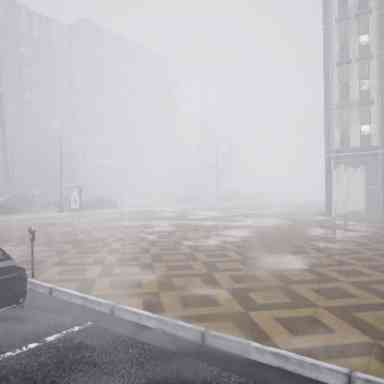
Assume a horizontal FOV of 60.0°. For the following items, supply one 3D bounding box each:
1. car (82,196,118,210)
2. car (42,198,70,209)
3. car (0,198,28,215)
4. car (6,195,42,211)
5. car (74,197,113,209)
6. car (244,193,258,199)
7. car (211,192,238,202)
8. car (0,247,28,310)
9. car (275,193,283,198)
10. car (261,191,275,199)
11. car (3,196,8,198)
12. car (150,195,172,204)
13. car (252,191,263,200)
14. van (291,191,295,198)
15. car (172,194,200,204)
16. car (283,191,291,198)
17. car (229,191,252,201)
[{"bbox_3d":[-10.267,1.186,37.292,1.967,1.590,4.097,-1,0,36],"label":"car"},{"bbox_3d":[-17.053,1.415,42.207,1.887,1.381,4.507,-1,0,36],"label":"car"},{"bbox_3d":[-16.747,1.413,28.336,1.802,1.307,4.206,-1,0,36],"label":"car"},{"bbox_3d":[-20.296,1.228,37.728,2.192,1.841,5.009,-1,0,36],"label":"car"},{"bbox_3d":[-12.841,1.405,43.614,1.895,1.301,4.718,-1,0,36],"label":"car"},{"bbox_3d":[15.353,1.040,86.985,1.947,1.339,4.313,-1,0,36],"label":"car"},{"bbox_3d":[5.937,1.093,59.681,2.008,1.369,4.403,-1,0,36],"label":"car"},{"bbox_3d":[-4.979,1.553,6.596,4.403,1.369,2.008,0,-1,35],"label":"car"},{"bbox_3d":[18.900,0.938,77.592,2.008,1.369,4.403,-1,0,36],"label":"car"},{"bbox_3d":[15.657,0.740,73.114,2.192,1.841,5.009,-1,0,36],"label":"car"},{"bbox_3d":[-21.035,1.438,32.313,1.812,1.442,4.674,-1,0,36],"label":"car"},{"bbox_3d":[-4.828,1.180,54.627,1.882,1.535,5.008,-1,0,36],"label":"car"},{"bbox_3d":[12.419,1.046,68.637,1.802,1.307,4.206,-1,0,36],"label":"car"},{"bbox_3d":[25.379,0.654,86.549,1.690,1.788,3.998,-1,0,36],"label":"van"},{"bbox_3d":[-0.545,1.062,50.725,1.967,1.590,4.097,-1,0,36],"label":"car"},{"bbox_3d":[22.141,0.932,82.071,1.802,1.307,4.206,-1,0,36],"label":"car"},{"bbox_3d":[9.178,1.048,64.159,1.887,1.381,4.507,-1,0,36],"label":"car"}]
